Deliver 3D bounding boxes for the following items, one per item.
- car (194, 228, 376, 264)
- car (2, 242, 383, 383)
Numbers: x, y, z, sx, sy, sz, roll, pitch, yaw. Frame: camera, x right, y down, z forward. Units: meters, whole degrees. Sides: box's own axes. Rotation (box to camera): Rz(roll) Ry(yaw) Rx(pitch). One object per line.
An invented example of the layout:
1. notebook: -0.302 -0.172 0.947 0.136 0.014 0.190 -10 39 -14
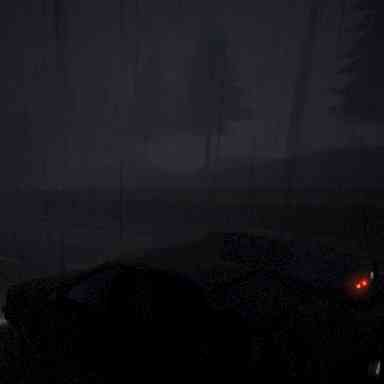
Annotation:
1. car: 1.234 1.541 7.496 5.357 1.411 2.033 0 0 37
2. car: -0.408 1.541 4.370 5.357 1.411 2.033 0 0 37
